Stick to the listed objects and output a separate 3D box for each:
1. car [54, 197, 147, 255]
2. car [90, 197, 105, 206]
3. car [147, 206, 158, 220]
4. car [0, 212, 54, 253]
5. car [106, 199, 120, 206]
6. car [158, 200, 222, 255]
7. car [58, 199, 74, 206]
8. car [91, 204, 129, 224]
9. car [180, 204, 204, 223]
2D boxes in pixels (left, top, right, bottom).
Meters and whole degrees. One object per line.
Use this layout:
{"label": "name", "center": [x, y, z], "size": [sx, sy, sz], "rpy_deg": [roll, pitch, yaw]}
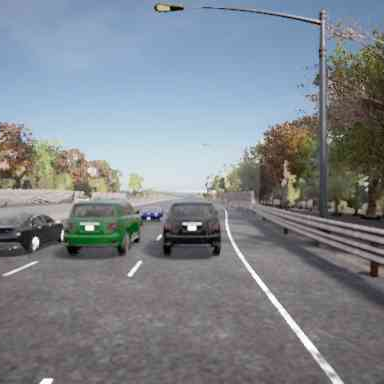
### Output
{"label": "car", "center": [-3.493, 1.349, 14.029], "size": [2.150, 2.045, 5.566], "rpy_deg": [0, 0, 0]}
{"label": "car", "center": [-20.967, 2.116, 73.954], "size": [2.097, 1.767, 4.553], "rpy_deg": [0, -1, 0]}
{"label": "car", "center": [-3.485, 1.882, 29.103], "size": [1.895, 1.301, 4.718], "rpy_deg": [0, -1, 0]}
{"label": "car", "center": [-6.989, 1.643, 14.305], "size": [1.837, 1.490, 4.892], "rpy_deg": [0, 0, 0]}
{"label": "car", "center": [-17.467, 2.239, 73.921], "size": [1.882, 1.535, 5.008], "rpy_deg": [0, -1, 0]}
{"label": "car", "center": [0.007, 1.349, 14.032], "size": [2.150, 2.045, 5.566], "rpy_deg": [0, 0, 0]}
{"label": "car", "center": [-27.967, 2.313, 73.925], "size": [1.994, 1.385, 4.181], "rpy_deg": [0, -1, 0]}
{"label": "car", "center": [-6.986, 1.827, 28.988], "size": [2.033, 1.411, 5.357], "rpy_deg": [0, -1, 0]}
{"label": "car", "center": [0.020, 1.848, 29.320], "size": [1.994, 1.385, 4.181], "rpy_deg": [0, -1, 0]}
